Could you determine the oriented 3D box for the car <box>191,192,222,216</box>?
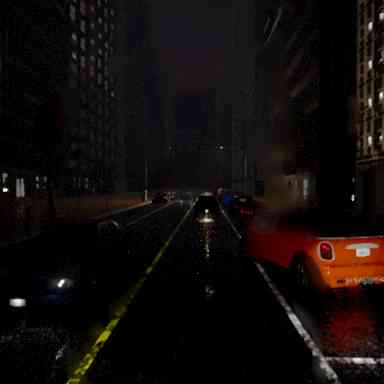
[{"bbox_3d":[1.160,1.032,25.870,1.837,1.490,4.892,0,1,3],"label":"car"}]

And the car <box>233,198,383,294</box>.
[{"bbox_3d":[2.928,1.187,8.694,2.097,1.767,4.553,0,1,-13],"label":"car"}]

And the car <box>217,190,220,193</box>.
[{"bbox_3d":[4.468,0.777,41.975,2.008,1.369,4.403,0,1,2],"label":"car"}]

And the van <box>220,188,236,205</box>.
[{"bbox_3d":[4.229,0.671,36.336,1.690,1.788,3.998,0,1,2],"label":"van"}]

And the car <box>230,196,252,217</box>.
[{"bbox_3d":[3.507,1.184,19.434,1.887,1.381,4.507,0,1,2],"label":"car"}]

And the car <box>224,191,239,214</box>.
[{"bbox_3d":[3.748,0.976,25.067,1.967,1.590,4.097,0,1,2],"label":"car"}]

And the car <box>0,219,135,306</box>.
[{"bbox_3d":[-2.773,1.402,8.184,2.033,1.411,5.357,0,1,3],"label":"car"}]

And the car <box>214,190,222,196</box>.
[{"bbox_3d":[5.909,0.181,75.788,1.802,1.307,4.206,0,1,2],"label":"car"}]

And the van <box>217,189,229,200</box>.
[{"bbox_3d":[4.951,0.359,53.243,1.690,1.788,3.998,0,1,2],"label":"van"}]

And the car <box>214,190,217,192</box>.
[{"bbox_3d":[2.059,0.695,46.486,2.033,1.411,5.357,0,1,2],"label":"car"}]

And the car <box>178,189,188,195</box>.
[{"bbox_3d":[-2.224,0.052,81.761,2.008,1.369,4.403,0,1,2],"label":"car"}]

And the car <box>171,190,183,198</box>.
[{"bbox_3d":[-2.945,0.367,64.851,2.008,1.369,4.403,0,1,2],"label":"car"}]

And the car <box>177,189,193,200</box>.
[{"bbox_3d":[-0.810,0.633,52.977,1.895,1.301,4.718,0,1,3],"label":"car"}]

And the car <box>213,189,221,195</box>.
[{"bbox_3d":[6.157,0.016,81.592,1.752,1.417,4.829,0,1,2],"label":"car"}]

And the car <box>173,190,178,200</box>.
[{"bbox_3d":[-3.425,0.576,53.578,2.008,1.369,4.403,0,1,2],"label":"car"}]

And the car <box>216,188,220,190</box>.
[{"bbox_3d":[4.710,0.437,47.606,2.192,1.841,5.009,0,1,2],"label":"car"}]

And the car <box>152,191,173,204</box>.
[{"bbox_3d":[-3.905,0.675,42.302,1.967,1.590,4.097,0,1,2],"label":"car"}]

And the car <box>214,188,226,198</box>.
[{"bbox_3d":[5.431,0.124,64.512,2.192,1.841,5.009,0,1,2],"label":"car"}]
